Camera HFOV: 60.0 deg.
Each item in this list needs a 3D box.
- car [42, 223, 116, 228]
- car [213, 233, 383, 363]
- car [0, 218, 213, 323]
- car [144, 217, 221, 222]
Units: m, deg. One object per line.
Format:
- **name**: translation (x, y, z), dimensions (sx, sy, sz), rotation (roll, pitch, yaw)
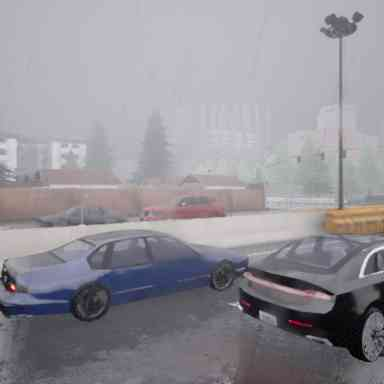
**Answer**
- **car**: translation (-6.764, 1.539, 20.661), dimensions (5.357, 1.411, 2.033), rotation (0, 0, -35)
- **car**: translation (2.998, 1.483, 5.884), dimensions (4.902, 1.511, 2.128), rotation (0, 0, -35)
- **car**: translation (-1.156, 1.543, 7.212), dimensions (5.357, 1.411, 2.033), rotation (0, 0, -36)
- **car**: translation (-0.465, 1.205, 20.850), dimensions (5.566, 2.045, 2.150), rotation (0, 0, -35)
